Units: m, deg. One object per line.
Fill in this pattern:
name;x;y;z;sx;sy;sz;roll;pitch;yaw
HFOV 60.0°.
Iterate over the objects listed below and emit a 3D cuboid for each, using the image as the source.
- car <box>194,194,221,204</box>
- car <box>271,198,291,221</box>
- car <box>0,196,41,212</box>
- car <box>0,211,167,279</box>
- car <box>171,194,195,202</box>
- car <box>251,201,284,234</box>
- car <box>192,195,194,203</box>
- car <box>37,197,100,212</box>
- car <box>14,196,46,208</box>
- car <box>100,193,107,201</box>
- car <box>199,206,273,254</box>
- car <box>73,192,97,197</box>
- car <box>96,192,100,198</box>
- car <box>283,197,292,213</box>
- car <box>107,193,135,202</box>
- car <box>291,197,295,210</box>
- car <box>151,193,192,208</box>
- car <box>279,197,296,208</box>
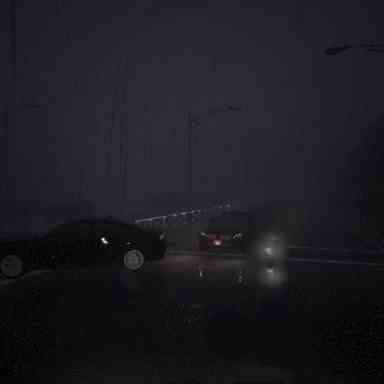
car;1.869;1.128;56.723;5.027;1.636;2.152;0;0;19
car;5.967;1.476;24.877;2.128;1.511;4.902;0;0;19
car;-15.003;1.356;29.404;3.806;1.475;1.970;0;0;19
car;-3.253;1.476;9.829;5.008;1.535;1.882;0;0;-15
car;-1.853;1.260;68.644;4.514;1.523;2.007;0;0;19
car;4.036;1.491;19.237;1.837;1.490;4.892;0;0;19
car;-2.262;1.054;44.614;3.866;1.878;1.905;0;0;19
car;-8.942;1.356;24.187;3.633;1.501;1.845;0;0;19
car;-21.533;1.274;44.304;3.633;1.501;1.845;0;0;19
car;-19.954;1.016;70.958;3.866;1.878;1.905;0;0;19
car;1.871;1.515;13.836;1.812;1.442;4.674;0;0;25
car;-18.265;1.250;53.748;4.514;1.523;2.007;0;0;19
car;-21.607;1.300;68.010;3.806;1.475;1.970;0;0;19
car;7.864;1.488;30.434;1.837;1.490;4.892;0;0;19
car;-13.569;1.048;65.307;4.605;1.855;1.932;0;0;19
car;9.924;1.545;36.465;1.994;1.385;4.181;0;0;19
car;-2.810;1.076;41.731;4.605;1.855;1.932;0;0;19
car;13.716;1.470;47.584;2.128;1.511;4.902;0;0;19
